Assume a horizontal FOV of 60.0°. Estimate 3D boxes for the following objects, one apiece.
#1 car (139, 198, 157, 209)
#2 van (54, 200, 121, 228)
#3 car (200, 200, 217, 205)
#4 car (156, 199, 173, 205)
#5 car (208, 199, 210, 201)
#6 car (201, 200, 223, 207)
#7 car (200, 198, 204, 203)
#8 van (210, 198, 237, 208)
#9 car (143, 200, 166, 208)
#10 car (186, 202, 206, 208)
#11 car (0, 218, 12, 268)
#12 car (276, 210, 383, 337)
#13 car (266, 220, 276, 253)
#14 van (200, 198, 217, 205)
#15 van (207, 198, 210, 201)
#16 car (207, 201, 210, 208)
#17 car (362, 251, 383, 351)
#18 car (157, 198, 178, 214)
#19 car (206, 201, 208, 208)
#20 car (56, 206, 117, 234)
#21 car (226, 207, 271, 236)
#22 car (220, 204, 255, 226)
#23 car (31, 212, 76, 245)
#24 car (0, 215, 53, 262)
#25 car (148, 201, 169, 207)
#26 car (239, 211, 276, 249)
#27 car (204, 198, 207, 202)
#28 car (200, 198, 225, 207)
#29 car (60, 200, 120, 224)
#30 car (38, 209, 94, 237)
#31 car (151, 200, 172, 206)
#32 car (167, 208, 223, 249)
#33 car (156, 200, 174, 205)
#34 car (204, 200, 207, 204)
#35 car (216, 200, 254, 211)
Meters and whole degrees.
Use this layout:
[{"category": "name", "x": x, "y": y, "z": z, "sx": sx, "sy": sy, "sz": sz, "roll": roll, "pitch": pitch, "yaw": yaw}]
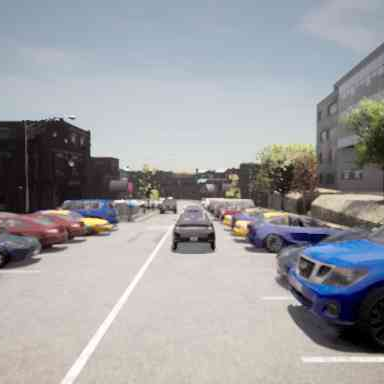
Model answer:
[{"category": "car", "x": -7.714, "y": 2.263, "z": 65.518, "sx": 5.566, "sy": 2.045, "sz": 2.435, "roll": 0, "pitch": -1, "yaw": 0}, {"category": "van", "x": -7.799, "y": 1.634, "z": 25.083, "sx": 4.442, "sy": 1.987, "sz": 1.878, "roll": 0, "pitch": -1, "yaw": 0}, {"category": "car", "x": 4.636, "y": 2.963, "z": 95.205, "sx": 4.892, "sy": 1.521, "sz": 2.231, "roll": 0, "pitch": 0, "yaw": 0}, {"category": "car", "x": -7.657, "y": 2.813, "z": 91.961, "sx": 4.553, "sy": 1.767, "sz": 2.185, "roll": 0, "pitch": -1, "yaw": 0}, {"category": "car", "x": 4.677, "y": 2.009, "z": 42.122, "sx": 4.553, "sy": 1.767, "sz": 2.185, "roll": 0, "pitch": -1, "yaw": 0}, {"category": "car", "x": 4.638, "y": 2.723, "z": 78.433, "sx": 5.008, "sy": 1.535, "sz": 2.097, "roll": 0, "pitch": -1, "yaw": 0}, {"category": "car", "x": 4.673, "y": 2.110, "z": 56.091, "sx": 5.566, "sy": 2.045, "sz": 2.435, "roll": 0, "pitch": -1, "yaw": 0}, {"category": "van", "x": 4.530, "y": 1.818, "z": 36.536, "sx": 4.442, "sy": 1.987, "sz": 1.878, "roll": 0, "pitch": -1, "yaw": 0}, {"category": "car", "x": -7.654, "y": 2.435, "z": 68.329, "sx": 4.553, "sy": 1.767, "sz": 2.185, "roll": 0, "pitch": -1, "yaw": 0}, {"category": "car", "x": 0.084, "y": 2.016, "z": 31.982, "sx": 1.812, "sy": 1.442, "sz": 4.674, "roll": 0, "pitch": -1, "yaw": 0}, {"category": "car", "x": -7.867, "y": 1.587, "z": 8.460, "sx": 5.366, "sy": 1.575, "sz": 1.946, "roll": 0, "pitch": -1, "yaw": 0}, {"category": "car", "x": 4.621, "y": 1.295, "z": 5.811, "sx": 5.566, "sy": 2.045, "sz": 2.435, "roll": 0, "pitch": -1, "yaw": 0}, {"category": "car", "x": 4.620, "y": 1.621, "z": 8.599, "sx": 4.792, "sy": 1.488, "sz": 2.163, "roll": 0, "pitch": -1, "yaw": 0}, {"category": "van", "x": 4.526, "y": 2.718, "z": 92.399, "sx": 4.442, "sy": 1.987, "sz": 1.878, "roll": 0, "pitch": 0, "yaw": 0}, {"category": "van", "x": 4.763, "y": 2.000, "z": 47.709, "sx": 4.442, "sy": 1.987, "sz": 1.878, "roll": 0, "pitch": -1, "yaw": 0}, {"category": "car", "x": 4.641, "y": 2.091, "z": 39.451, "sx": 5.008, "sy": 1.535, "sz": 2.097, "roll": 0, "pitch": -1, "yaw": 0}, {"category": "car", "x": 4.649, "y": 1.506, "z": 3.072, "sx": 5.008, "sy": 1.535, "sz": 2.097, "roll": 0, "pitch": -1, "yaw": 0}, {"category": "car", "x": -3.093, "y": 1.924, "z": 44.878, "sx": 2.150, "sy": 2.045, "sz": 5.566, "roll": 0, "pitch": -1, "yaw": 0}, {"category": "car", "x": 4.644, "y": 2.220, "z": 44.912, "sx": 4.674, "sy": 1.452, "sz": 2.002, "roll": 0, "pitch": -1, "yaw": 0}, {"category": "car", "x": -7.497, "y": 1.768, "z": 19.623, "sx": 5.366, "sy": 1.575, "sz": 1.946, "roll": 0, "pitch": -1, "yaw": 0}, {"category": "car", "x": 4.677, "y": 1.802, "z": 19.773, "sx": 4.792, "sy": 1.488, "sz": 2.163, "roll": 0, "pitch": -1, "yaw": 0}, {"category": "car", "x": 4.833, "y": 1.815, "z": 22.566, "sx": 5.366, "sy": 1.575, "sz": 1.946, "roll": 0, "pitch": -1, "yaw": 0}, {"category": "car", "x": -7.678, "y": 1.721, "z": 14.040, "sx": 4.674, "sy": 1.452, "sz": 2.002, "roll": 0, "pitch": -1, "yaw": 0}, {"category": "car", "x": -7.652, "y": 1.665, "z": 11.251, "sx": 4.792, "sy": 1.488, "sz": 2.163, "roll": 0, "pitch": -1, "yaw": 0}, {"category": "car", "x": -7.715, "y": 2.735, "z": 77.265, "sx": 4.792, "sy": 1.488, "sz": 2.163, "roll": 0, "pitch": -1, "yaw": 0}, {"category": "car", "x": 4.678, "y": 1.712, "z": 14.186, "sx": 4.792, "sy": 1.488, "sz": 2.163, "roll": 0, "pitch": -1, "yaw": 0}, {"category": "car", "x": 4.614, "y": 2.190, "z": 53.294, "sx": 4.553, "sy": 1.767, "sz": 2.185, "roll": 0, "pitch": -1, "yaw": 0}, {"category": "car", "x": 4.616, "y": 2.427, "z": 75.642, "sx": 5.566, "sy": 2.045, "sz": 2.435, "roll": 0, "pitch": -1, "yaw": 0}, {"category": "car", "x": -7.711, "y": 1.563, "z": 22.292, "sx": 5.566, "sy": 2.045, "sz": 2.435, "roll": 0, "pitch": -1, "yaw": 0}, {"category": "car", "x": -7.679, "y": 1.764, "z": 16.707, "sx": 4.674, "sy": 1.452, "sz": 2.002, "roll": 0, "pitch": -1, "yaw": 0}, {"category": "car", "x": -7.872, "y": 2.845, "z": 86.079, "sx": 5.366, "sy": 1.575, "sz": 1.946, "roll": 0, "pitch": -1, "yaw": 0}, {"category": "car", "x": 0.084, "y": 1.720, "z": 15.818, "sx": 2.128, "sy": 1.511, "sz": 4.902, "roll": 0, "pitch": -1, "yaw": 0}, {"category": "car", "x": -7.693, "y": 2.962, "z": 94.790, "sx": 5.008, "sy": 1.535, "sz": 2.097, "roll": 0, "pitch": 0, "yaw": 0}, {"category": "car", "x": 4.674, "y": 2.300, "z": 50.501, "sx": 4.792, "sy": 1.488, "sz": 2.163, "roll": 0, "pitch": -1, "yaw": 0}, {"category": "car", "x": 4.615, "y": 1.783, "z": 28.157, "sx": 4.553, "sy": 1.767, "sz": 2.185, "roll": 0, "pitch": -1, "yaw": 0}]
